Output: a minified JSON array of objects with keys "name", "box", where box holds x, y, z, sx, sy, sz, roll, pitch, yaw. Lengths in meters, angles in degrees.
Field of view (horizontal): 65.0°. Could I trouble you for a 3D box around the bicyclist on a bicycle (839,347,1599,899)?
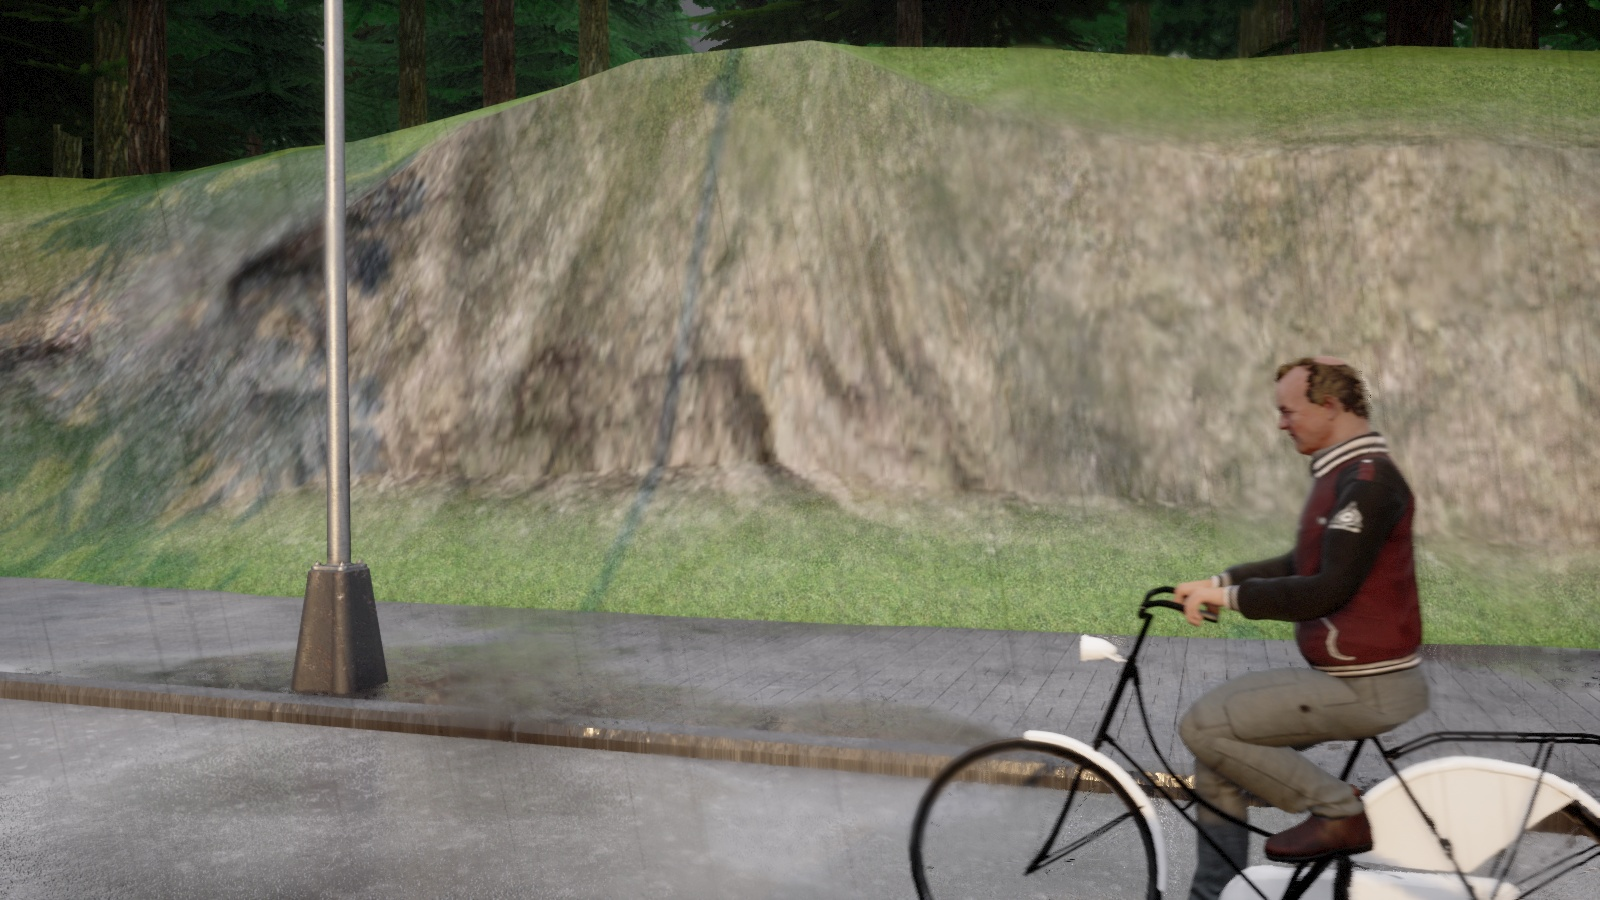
[{"name":"bicyclist on a bicycle","box":[1.087,0.648,3.348,1.843,1.776,0.659,1,1,19]}]
